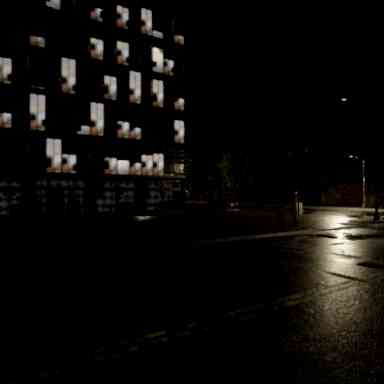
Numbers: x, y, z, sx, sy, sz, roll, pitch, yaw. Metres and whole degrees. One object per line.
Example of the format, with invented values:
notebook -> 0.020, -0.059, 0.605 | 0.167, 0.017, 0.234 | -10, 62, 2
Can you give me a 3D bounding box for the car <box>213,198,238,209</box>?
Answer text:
car -> 5.473, 1.838, 54.173 | 2.097, 1.767, 4.553 | 0, 0, -33
